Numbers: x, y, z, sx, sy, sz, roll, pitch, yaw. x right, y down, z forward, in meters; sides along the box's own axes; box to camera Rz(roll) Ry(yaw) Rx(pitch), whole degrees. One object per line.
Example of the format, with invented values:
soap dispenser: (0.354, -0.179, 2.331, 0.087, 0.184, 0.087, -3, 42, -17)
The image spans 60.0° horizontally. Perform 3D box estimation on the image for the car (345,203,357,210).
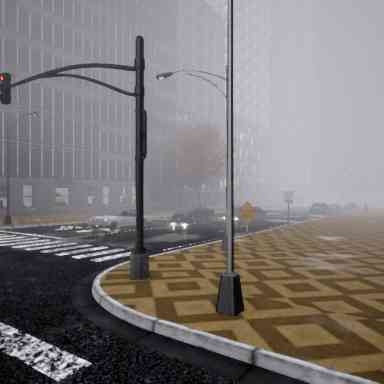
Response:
car: (31.350, 2.837, 65.789, 1.812, 1.442, 4.674, 0, -1, 33)

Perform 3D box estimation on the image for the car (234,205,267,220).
car: (6.302, 2.132, 34.698, 1.812, 1.442, 4.674, 0, -1, 33)

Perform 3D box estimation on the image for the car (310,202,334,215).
car: (18.295, 2.268, 47.375, 2.097, 1.767, 4.553, 0, -1, 33)

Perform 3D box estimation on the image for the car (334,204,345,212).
car: (23.749, 2.641, 55.874, 2.033, 1.411, 5.357, 0, -1, 33)

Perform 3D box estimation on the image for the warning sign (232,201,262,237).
warning sign: (3.092, 1.454, 18.559, 1.300, 1.860, 1.060, 1, 1, 33)

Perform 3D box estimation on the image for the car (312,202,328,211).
car: (23.945, 2.710, 62.190, 1.812, 1.442, 4.674, 0, -1, 33)

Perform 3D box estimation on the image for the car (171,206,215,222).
car: (0.272, 2.046, 31.686, 2.033, 1.411, 5.357, 0, -1, 33)

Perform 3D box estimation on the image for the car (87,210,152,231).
car: (-4.993, 1.925, 23.491, 1.895, 1.301, 4.718, 0, -1, 33)
